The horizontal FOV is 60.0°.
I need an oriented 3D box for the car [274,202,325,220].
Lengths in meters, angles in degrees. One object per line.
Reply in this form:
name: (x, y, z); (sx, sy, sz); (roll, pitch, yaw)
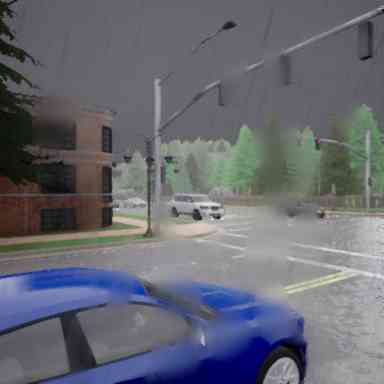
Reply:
car: (8.719, 1.469, 27.283); (1.994, 1.385, 4.181); (0, 0, -32)

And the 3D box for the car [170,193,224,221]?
car: (0.249, 1.151, 27.049); (2.150, 2.045, 5.566); (0, 1, -33)

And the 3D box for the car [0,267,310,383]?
car: (-0.983, 1.473, 3.037); (5.008, 1.535, 1.882); (0, 0, -35)

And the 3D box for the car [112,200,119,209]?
car: (-11.066, 1.489, 43.509); (1.994, 1.385, 4.181); (0, 0, -35)

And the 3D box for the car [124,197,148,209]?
car: (-7.598, 1.437, 44.631); (1.812, 1.442, 4.674); (0, 0, -34)

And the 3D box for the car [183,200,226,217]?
car: (1.165, 1.481, 31.845); (1.994, 1.385, 4.181); (0, 0, -35)
